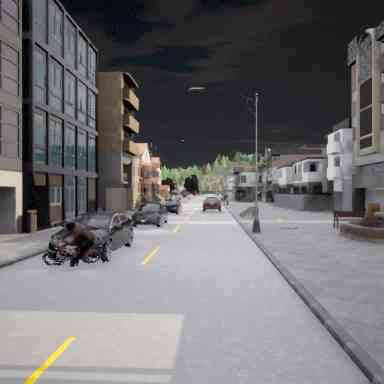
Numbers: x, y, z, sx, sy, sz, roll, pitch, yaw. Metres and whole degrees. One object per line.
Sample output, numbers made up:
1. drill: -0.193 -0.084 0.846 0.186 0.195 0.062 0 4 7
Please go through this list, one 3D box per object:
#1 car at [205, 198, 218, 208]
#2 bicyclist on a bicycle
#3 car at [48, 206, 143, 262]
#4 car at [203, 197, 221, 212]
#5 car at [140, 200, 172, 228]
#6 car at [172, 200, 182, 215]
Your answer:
1. car: 2.950 1.601 49.423 1.895 1.301 4.718 0 0 4
2. bicyclist on a bicycle: -3.223 1.464 9.200 1.656 1.620 0.582 0 39 -24
3. car: -3.462 1.491 12.260 2.128 1.511 4.902 0 0 3
4. car: 2.379 1.352 39.576 2.097 1.767 4.553 0 0 4
5. car: -2.787 1.504 22.533 1.837 1.490 4.892 0 0 4
6. car: -2.081 1.548 34.145 2.033 1.411 5.357 0 0 4
